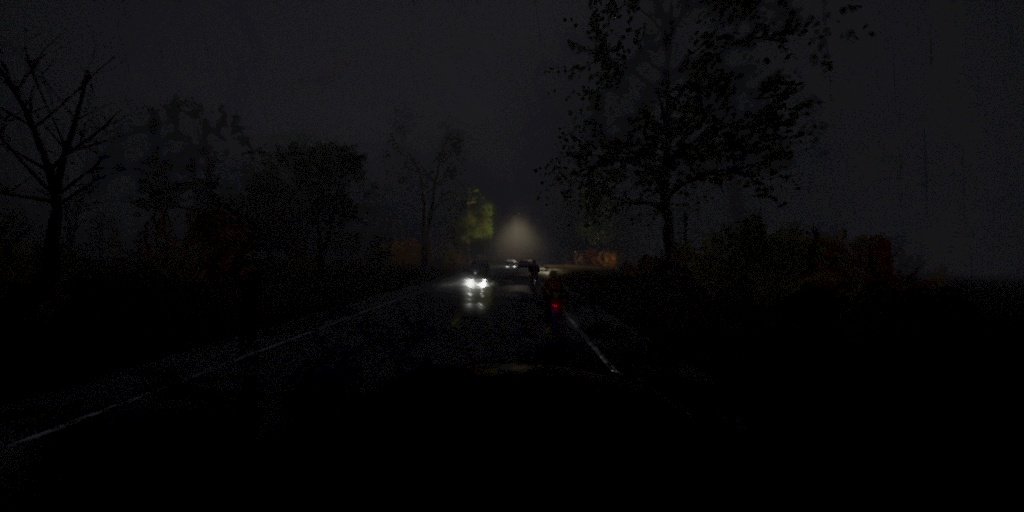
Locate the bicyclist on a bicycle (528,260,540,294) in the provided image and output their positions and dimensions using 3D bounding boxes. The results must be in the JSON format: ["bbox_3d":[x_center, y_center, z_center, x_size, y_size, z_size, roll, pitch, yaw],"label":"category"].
[{"bbox_3d":[1.159,1.066,18.700,0.659,1.776,1.843,0,0,1],"label":"bicyclist on a bicycle"}]

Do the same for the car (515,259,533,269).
[{"bbox_3d":[1.895,1.220,54.875,1.994,1.385,4.181,0,0,4],"label":"car"}]

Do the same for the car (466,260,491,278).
[{"bbox_3d":[-2.976,1.158,32.552,2.128,1.511,4.902,0,0,2],"label":"car"}]

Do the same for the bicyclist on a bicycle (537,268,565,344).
[{"bbox_3d":[1.006,1.177,8.565,0.582,1.620,1.656,0,0,0],"label":"bicyclist on a bicycle"}]
